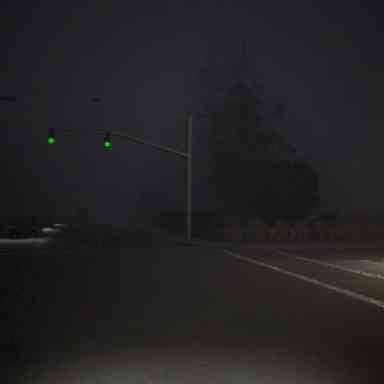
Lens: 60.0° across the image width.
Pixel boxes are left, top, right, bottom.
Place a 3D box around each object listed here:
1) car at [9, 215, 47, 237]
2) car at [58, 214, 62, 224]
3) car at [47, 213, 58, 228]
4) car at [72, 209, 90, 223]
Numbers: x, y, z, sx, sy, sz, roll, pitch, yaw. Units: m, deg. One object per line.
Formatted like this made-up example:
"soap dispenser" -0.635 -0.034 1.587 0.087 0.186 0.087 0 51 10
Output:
"car" -13.104 2.639 26.547 1.882 1.535 5.008 1 -3 -17
"car" -19.006 3.616 45.610 1.994 1.385 4.181 1 -3 -17
"car" -16.057 3.169 36.043 1.994 1.385 4.181 1 -3 -17
"car" -16.281 3.446 48.766 2.150 2.045 5.566 1 -3 -17
